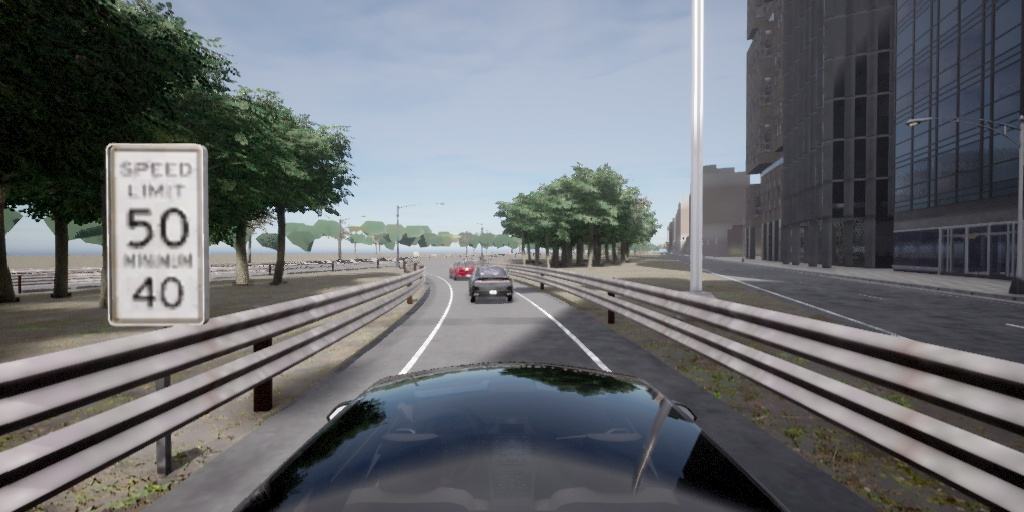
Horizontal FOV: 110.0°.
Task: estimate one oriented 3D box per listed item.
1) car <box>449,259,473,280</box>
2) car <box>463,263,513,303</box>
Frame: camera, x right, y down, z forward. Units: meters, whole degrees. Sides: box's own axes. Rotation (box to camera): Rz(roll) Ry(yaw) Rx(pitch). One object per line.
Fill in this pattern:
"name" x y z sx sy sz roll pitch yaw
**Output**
"car" -4.380 1.178 32.050 2.097 1.767 4.553 0 0 -16
"car" -1.105 1.265 16.948 2.128 1.511 4.902 0 0 -8
